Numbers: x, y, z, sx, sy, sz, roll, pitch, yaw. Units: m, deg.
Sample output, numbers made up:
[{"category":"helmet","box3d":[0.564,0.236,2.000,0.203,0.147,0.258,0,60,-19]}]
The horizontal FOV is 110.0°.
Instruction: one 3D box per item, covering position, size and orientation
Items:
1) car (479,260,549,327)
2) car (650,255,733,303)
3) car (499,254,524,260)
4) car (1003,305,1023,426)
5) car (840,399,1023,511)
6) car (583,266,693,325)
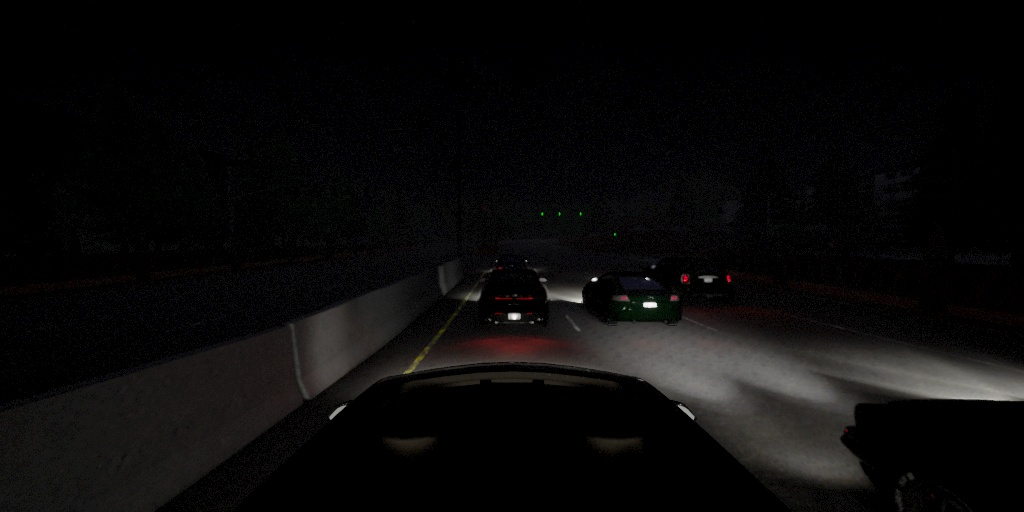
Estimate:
[{"category":"car","box3d":[0.044,1.107,11.082,1.837,1.490,4.892,0,2,0]},{"category":"car","box3d":[7.019,0.780,14.965,2.097,1.767,4.553,0,3,0]},{"category":"car","box3d":[-0.029,0.603,21.899,2.033,1.411,5.357,0,3,0]},{"category":"car","box3d":[7.096,1.298,1.756,2.033,1.411,5.357,0,0,0]},{"category":"car","box3d":[3.599,1.345,0.717,1.895,1.301,4.718,0,0,0]},{"category":"car","box3d":[3.545,1.159,11.255,1.994,1.385,4.181,0,2,-1]}]
